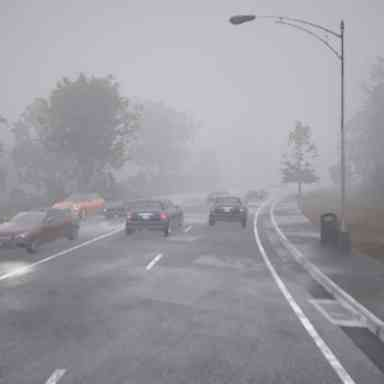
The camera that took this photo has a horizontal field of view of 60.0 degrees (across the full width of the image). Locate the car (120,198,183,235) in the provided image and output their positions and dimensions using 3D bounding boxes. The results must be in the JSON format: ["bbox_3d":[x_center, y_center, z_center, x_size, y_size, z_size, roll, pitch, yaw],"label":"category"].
[{"bbox_3d":[-1.795,1.088,17.224,2.097,1.767,4.553,0,2,8],"label":"car"}]

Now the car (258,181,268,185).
[{"bbox_3d":[16.780,-1.665,76.219,2.128,1.511,4.902,-1,2,38],"label":"car"}]

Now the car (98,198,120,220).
[{"bbox_3d":[-4.448,1.126,23.341,1.895,1.301,4.718,0,2,11],"label":"car"}]

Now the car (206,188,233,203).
[{"bbox_3d":[3.083,0.391,36.670,1.994,1.385,4.181,0,3,19],"label":"car"}]

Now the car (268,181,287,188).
[{"bbox_3d":[19.471,-1.669,73.981,2.033,1.411,5.357,-1,2,38],"label":"car"}]

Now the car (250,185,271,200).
[{"bbox_3d":[7.733,0.216,39.335,1.895,1.301,4.718,0,3,21],"label":"car"}]

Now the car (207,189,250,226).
[{"bbox_3d":[2.337,0.938,20.443,2.097,1.767,4.553,0,2,11],"label":"car"}]

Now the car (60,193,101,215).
[{"bbox_3d":[-7.946,0.894,23.736,2.097,1.767,4.553,0,2,11],"label":"car"}]

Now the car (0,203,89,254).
[{"bbox_3d":[-6.089,1.388,13.181,1.812,1.442,4.674,0,1,7],"label":"car"}]
